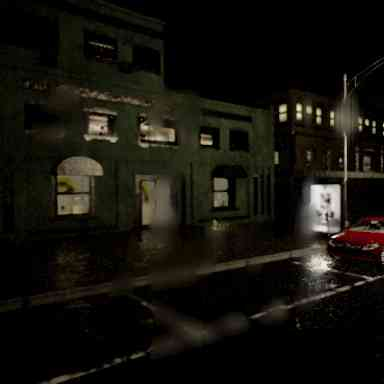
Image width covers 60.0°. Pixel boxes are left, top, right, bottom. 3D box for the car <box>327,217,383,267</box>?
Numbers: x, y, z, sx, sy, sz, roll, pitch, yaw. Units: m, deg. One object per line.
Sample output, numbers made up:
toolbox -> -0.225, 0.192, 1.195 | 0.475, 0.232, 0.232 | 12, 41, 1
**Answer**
car -> 6.215, 1.505, 10.997 | 4.206, 1.307, 1.802 | 0, 0, -35
